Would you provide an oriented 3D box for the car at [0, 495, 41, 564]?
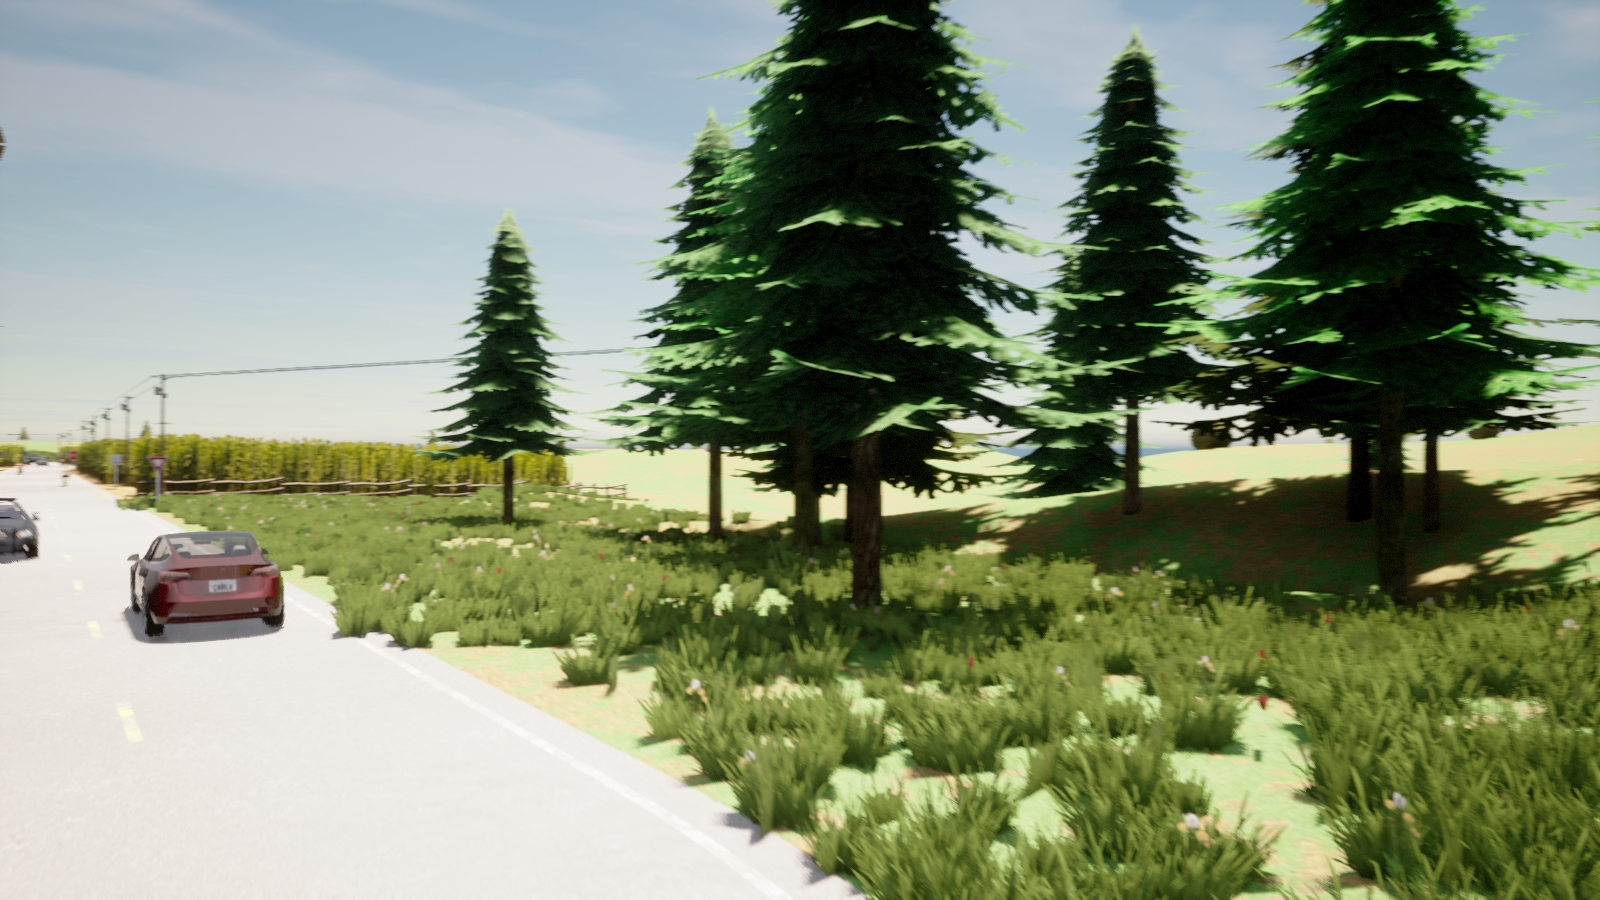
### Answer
[{"bbox_3d":[-21.402,2.064,30.329,2.038,1.542,4.974,0,0,-34],"label":"car"}]

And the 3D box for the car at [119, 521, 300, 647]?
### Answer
[{"bbox_3d":[-9.919,2.075,18.967,2.163,1.488,4.792,0,0,-33],"label":"car"}]
